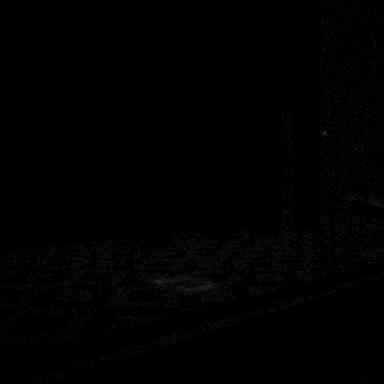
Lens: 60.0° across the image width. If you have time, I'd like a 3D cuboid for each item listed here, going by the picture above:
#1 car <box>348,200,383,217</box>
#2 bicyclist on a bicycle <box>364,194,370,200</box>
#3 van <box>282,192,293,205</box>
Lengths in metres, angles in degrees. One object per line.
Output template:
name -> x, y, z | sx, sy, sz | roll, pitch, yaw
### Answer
car -> 14.817, 1.353, 28.290 | 2.008, 1.369, 4.403 | 1, 0, -35
bicyclist on a bicycle -> 20.841, 1.012, 39.619 | 1.656, 1.620, 0.582 | 0, 1, -36
van -> 12.254, 0.913, 46.564 | 1.690, 1.788, 3.998 | 1, 0, -35
